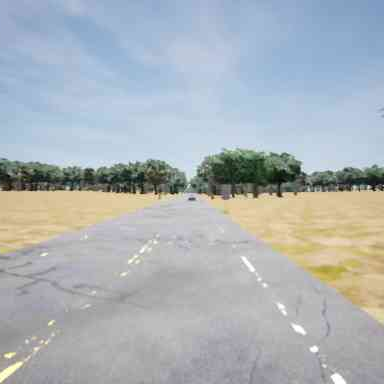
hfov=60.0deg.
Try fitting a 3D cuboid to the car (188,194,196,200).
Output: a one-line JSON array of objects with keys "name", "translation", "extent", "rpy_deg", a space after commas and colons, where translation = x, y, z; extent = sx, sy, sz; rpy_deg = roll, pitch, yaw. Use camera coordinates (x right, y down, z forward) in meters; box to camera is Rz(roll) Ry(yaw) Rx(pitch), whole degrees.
[{"name": "car", "translation": [0.012, 1.329, 90.203], "extent": [1.994, 1.385, 4.181], "rpy_deg": [0, 0, 0]}]

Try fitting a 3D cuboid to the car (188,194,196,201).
[{"name": "car", "translation": [0.011, 1.514, 80.213], "extent": [1.895, 1.301, 4.718], "rpy_deg": [0, 0, 0]}]
